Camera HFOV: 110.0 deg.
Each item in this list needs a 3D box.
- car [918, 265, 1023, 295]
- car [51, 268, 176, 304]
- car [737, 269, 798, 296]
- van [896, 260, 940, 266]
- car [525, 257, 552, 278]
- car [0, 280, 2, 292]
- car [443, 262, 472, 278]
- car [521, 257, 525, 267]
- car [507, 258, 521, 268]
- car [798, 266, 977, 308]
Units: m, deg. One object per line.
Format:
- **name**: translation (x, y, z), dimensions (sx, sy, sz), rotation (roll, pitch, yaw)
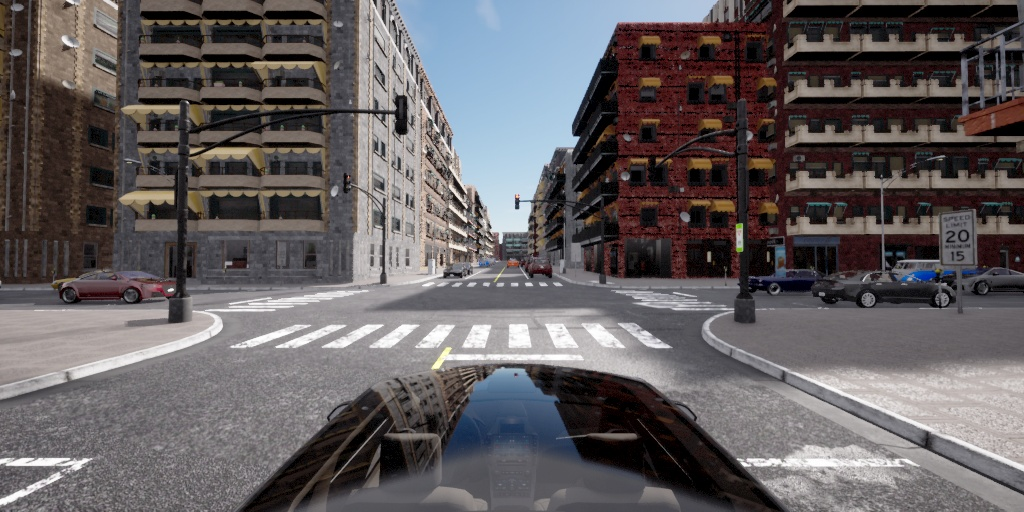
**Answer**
- **car**: translation (24.582, 1.287, 18.768), dimensions (4.181, 1.385, 1.994), rotation (0, -1, 0)
- **car**: translation (-17.187, 1.339, 15.978), dimensions (4.181, 1.385, 1.994), rotation (0, -1, 0)
- **car**: translation (14.576, 1.347, 18.804), dimensions (4.718, 1.301, 1.895), rotation (0, -1, -2)
- **van**: translation (24.931, 1.115, 21.216), dimensions (3.998, 1.789, 1.690), rotation (0, 0, 0)
- **car**: translation (2.612, 1.076, 33.689), dimensions (2.192, 1.841, 5.009), rotation (0, 0, 0)
- **car**: translation (-26.676, 1.027, 16.022), dimensions (5.566, 2.045, 2.150), rotation (0, -1, 0)
- **car**: translation (-5.269, 1.328, 33.655), dimensions (1.948, 1.339, 4.313), rotation (0, 0, 0)
- **car**: translation (2.628, 1.086, 44.812), dimensions (2.192, 1.841, 5.009), rotation (0, 0, 0)
- **car**: translation (0.186, 1.176, 63.723), dimensions (2.097, 1.767, 4.553), rotation (0, 0, 0)
- **car**: translation (13.762, 1.185, 13.380), dimensions (4.403, 1.370, 2.007), rotation (0, 0, 0)
